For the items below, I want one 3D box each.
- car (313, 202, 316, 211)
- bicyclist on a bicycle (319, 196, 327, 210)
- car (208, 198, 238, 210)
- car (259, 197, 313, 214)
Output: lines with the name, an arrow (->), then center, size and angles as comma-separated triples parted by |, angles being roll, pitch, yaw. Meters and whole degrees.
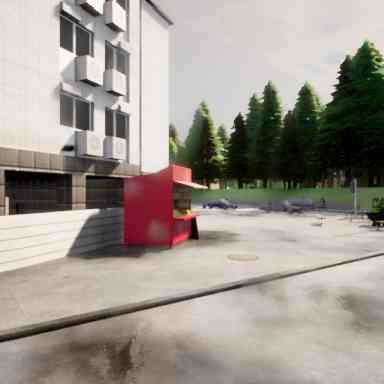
car -> 11.997, 1.350, 38.831 | 2.097, 1.767, 4.553 | 0, 0, -35
bicyclist on a bicycle -> 15.946, 1.347, 40.557 | 1.656, 1.620, 0.582 | 0, 0, -35
car -> 3.867, 1.524, 43.074 | 1.812, 1.442, 4.674 | 0, 0, -35
car -> 9.522, 1.546, 35.100 | 2.033, 1.411, 5.357 | 0, 0, -35
